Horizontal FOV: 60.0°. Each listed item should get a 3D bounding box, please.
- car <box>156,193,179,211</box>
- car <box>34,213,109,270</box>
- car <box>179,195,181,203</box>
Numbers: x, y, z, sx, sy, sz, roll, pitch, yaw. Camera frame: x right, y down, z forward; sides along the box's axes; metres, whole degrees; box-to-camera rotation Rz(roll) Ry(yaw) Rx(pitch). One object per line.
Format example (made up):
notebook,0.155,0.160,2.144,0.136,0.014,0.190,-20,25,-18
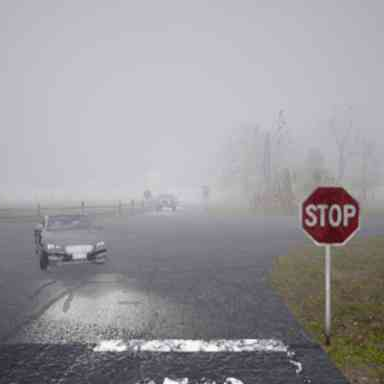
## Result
car,-3.061,1.170,40.207,2.150,2.045,5.566,0,0,0
car,-4.186,1.484,11.227,2.128,1.511,4.902,1,0,-28
car,-3.051,1.525,51.143,1.895,1.301,4.718,0,0,0
